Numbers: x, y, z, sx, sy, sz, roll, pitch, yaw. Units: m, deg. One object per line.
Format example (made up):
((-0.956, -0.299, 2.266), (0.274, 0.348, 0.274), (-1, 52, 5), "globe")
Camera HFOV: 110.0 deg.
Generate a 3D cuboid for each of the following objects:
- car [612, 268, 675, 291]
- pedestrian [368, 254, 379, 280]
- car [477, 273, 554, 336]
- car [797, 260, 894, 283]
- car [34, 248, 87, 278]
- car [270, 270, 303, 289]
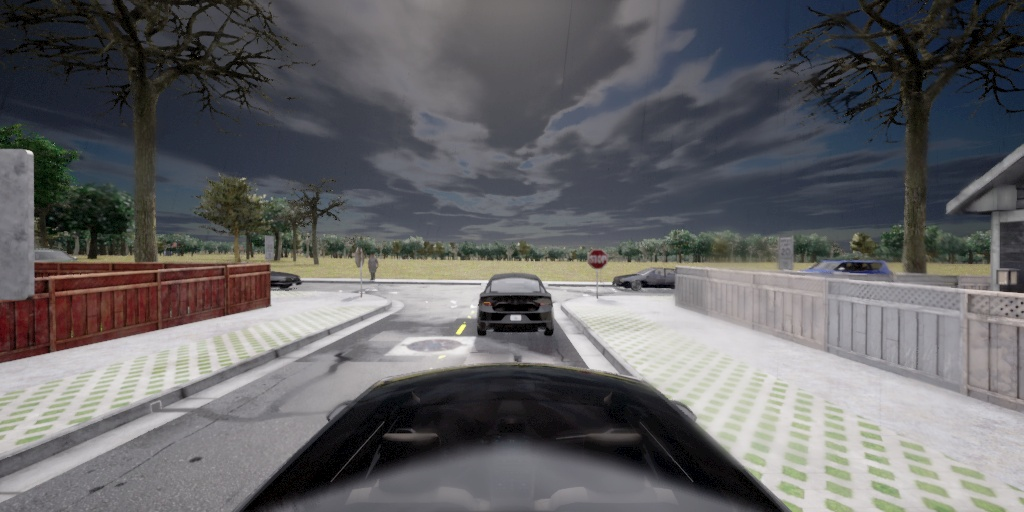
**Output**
((9.113, 1.435, 22.413), (5.357, 1.411, 2.033), (1, 0, -1), "car")
((-9.750, 0.748, 25.152), (0.375, 1.860, 0.375), (0, -1, -1), "pedestrian")
((0.080, 1.226, 10.463), (1.882, 1.535, 5.008), (0, 0, 0), "car")
((20.511, 1.270, 22.518), (5.566, 2.045, 2.150), (1, 0, 0), "car")
((-25.490, 0.612, 19.148), (5.566, 2.045, 2.150), (1, 0, 0), "car")
((-14.360, 1.108, 19.247), (5.357, 1.411, 2.033), (1, 0, -1), "car")
